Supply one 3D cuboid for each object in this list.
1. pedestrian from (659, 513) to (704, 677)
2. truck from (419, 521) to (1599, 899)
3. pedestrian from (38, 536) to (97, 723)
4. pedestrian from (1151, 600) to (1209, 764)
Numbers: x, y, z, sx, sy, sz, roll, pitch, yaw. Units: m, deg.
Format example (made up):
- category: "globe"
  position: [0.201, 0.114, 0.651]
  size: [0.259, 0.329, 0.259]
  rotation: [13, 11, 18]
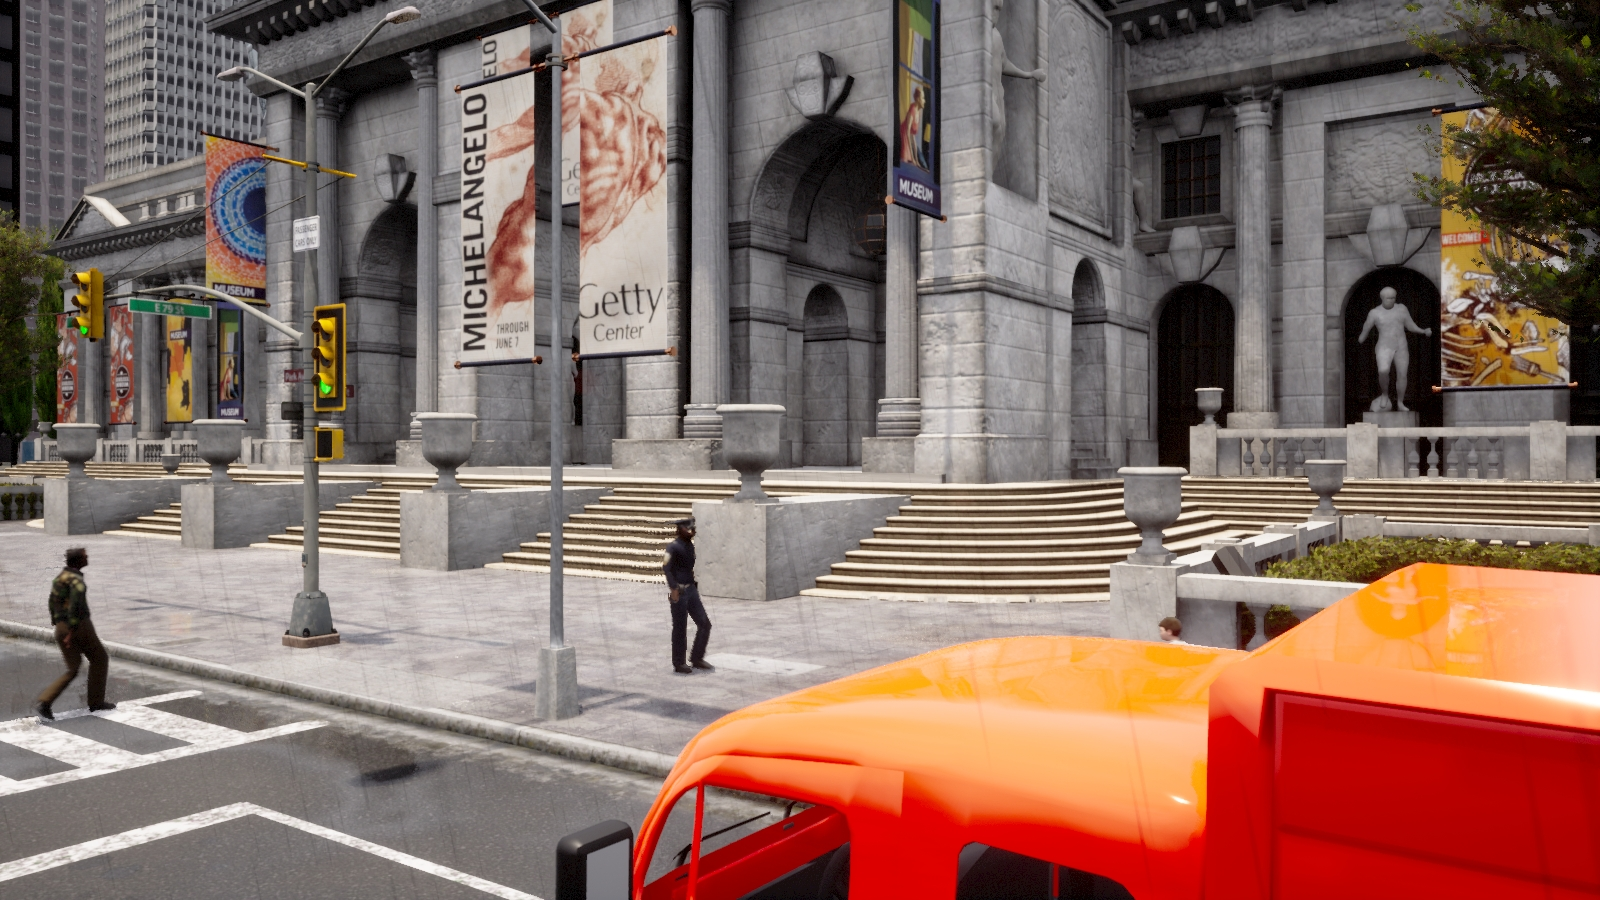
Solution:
- category: "pedestrian"
  position: [-1.393, 1.692, 13.478]
  size: [0.375, 1.860, 0.375]
  rotation: [0, 0, 33]
- category: "truck"
  position: [1.930, 1.579, 2.418]
  size: [5.204, 2.467, 2.627]
  rotation: [1, 1, 35]
- category: "pedestrian"
  position: [-7.589, 1.842, 11.836]
  size: [0.375, 1.860, 0.375]
  rotation: [0, 0, 26]
- category: "pedestrian"
  position: [3.267, 1.974, 9.827]
  size: [0.375, 1.300, 0.375]
  rotation: [0, 0, 37]
